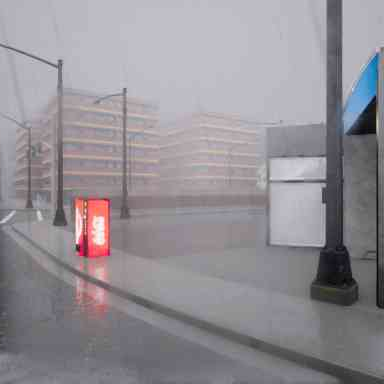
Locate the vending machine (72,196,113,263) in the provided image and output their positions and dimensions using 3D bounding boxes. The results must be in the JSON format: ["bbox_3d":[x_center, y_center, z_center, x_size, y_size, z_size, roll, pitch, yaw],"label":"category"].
[{"bbox_3d":[-3.348,1.200,11.230,1.100,2.100,0.880,0,0,-36],"label":"vending machine"}]
